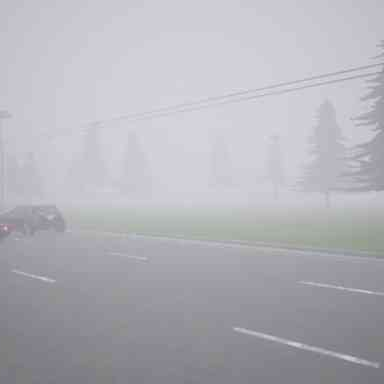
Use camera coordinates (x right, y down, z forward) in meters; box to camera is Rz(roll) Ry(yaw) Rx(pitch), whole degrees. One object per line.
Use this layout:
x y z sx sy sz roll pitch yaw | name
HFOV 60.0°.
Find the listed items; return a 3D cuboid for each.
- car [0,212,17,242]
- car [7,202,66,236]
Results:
-10.654 1.711 15.892 4.718 1.301 1.895 0 0 35 | car
-9.412 1.467 19.304 4.553 1.767 2.097 -1 0 35 | car
